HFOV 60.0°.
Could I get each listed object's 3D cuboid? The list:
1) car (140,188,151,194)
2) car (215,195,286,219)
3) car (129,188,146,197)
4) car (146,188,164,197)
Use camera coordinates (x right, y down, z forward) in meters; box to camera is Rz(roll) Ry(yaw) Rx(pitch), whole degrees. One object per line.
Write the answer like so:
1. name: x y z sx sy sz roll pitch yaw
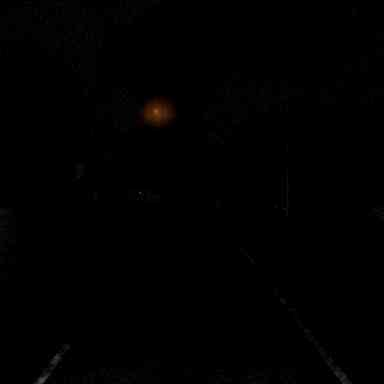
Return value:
1. car: -10.885 -0.232 77.672 2.033 1.411 5.357 0 2 -3
2. car: 4.083 1.015 23.094 4.892 1.490 1.837 0 1 -3
3. car: -10.466 0.206 62.345 1.994 1.385 4.181 0 1 0
4. car: -6.958 0.201 62.552 1.994 1.385 4.181 0 1 0
